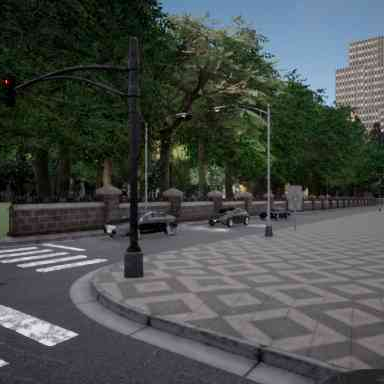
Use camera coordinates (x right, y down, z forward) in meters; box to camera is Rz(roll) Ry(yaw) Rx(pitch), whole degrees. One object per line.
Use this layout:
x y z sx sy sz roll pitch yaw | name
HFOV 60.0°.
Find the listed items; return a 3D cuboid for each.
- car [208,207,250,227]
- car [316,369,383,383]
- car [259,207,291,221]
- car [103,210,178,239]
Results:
3.156 2.035 27.655 1.837 1.490 4.892 0 -1 35 | car
2.508 1.551 1.174 4.403 1.369 2.008 0 0 36 | car
8.970 2.342 35.880 1.895 1.301 4.718 0 -1 35 | car
-2.816 1.810 19.179 2.128 1.511 4.902 0 -1 37 | car
